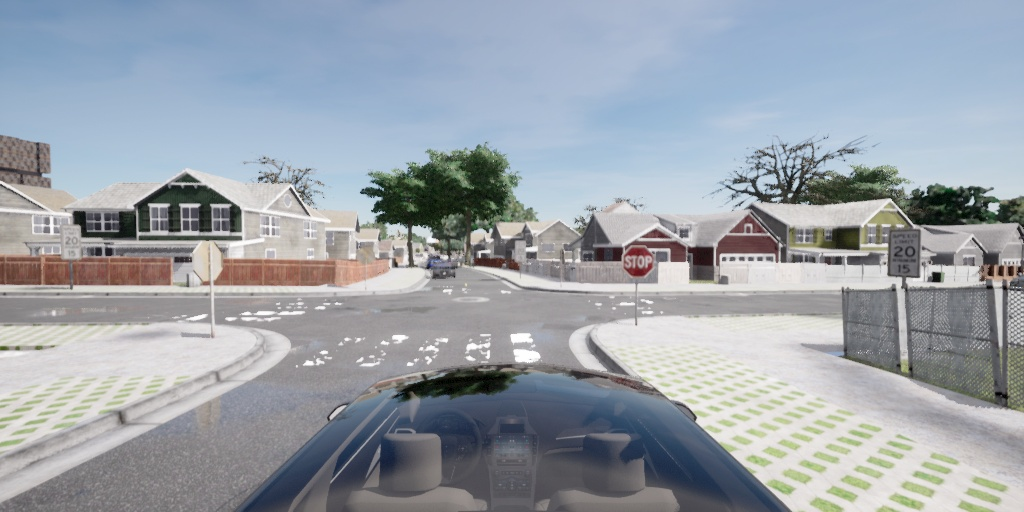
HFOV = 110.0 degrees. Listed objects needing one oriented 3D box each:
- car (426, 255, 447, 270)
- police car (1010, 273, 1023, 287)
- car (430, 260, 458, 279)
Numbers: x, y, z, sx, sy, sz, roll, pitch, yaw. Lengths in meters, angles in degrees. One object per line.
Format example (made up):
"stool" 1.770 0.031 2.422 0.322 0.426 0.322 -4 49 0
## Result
"car" -11.376 0.932 52.572 2.150 2.045 5.566 0 0 -17
"police car" 35.250 1.638 23.490 4.974 1.542 2.038 1 1 -16
"car" -6.062 1.291 32.044 1.994 1.385 4.181 0 0 -12
